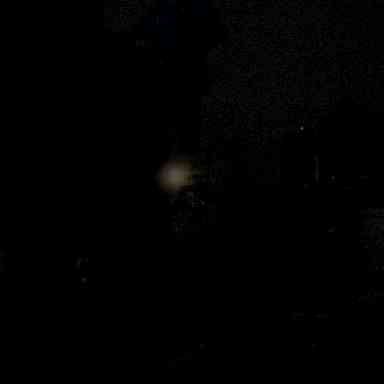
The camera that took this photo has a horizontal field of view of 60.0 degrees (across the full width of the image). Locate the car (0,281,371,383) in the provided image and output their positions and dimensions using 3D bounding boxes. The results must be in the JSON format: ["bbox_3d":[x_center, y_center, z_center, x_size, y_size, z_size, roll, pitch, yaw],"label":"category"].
[{"bbox_3d":[-0.296,1.560,2.591,4.313,1.339,1.947,0,1,-36],"label":"car"}]

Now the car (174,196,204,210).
[{"bbox_3d":[-0.414,1.291,41.863,2.097,1.767,4.553,0,0,-35],"label":"car"}]
